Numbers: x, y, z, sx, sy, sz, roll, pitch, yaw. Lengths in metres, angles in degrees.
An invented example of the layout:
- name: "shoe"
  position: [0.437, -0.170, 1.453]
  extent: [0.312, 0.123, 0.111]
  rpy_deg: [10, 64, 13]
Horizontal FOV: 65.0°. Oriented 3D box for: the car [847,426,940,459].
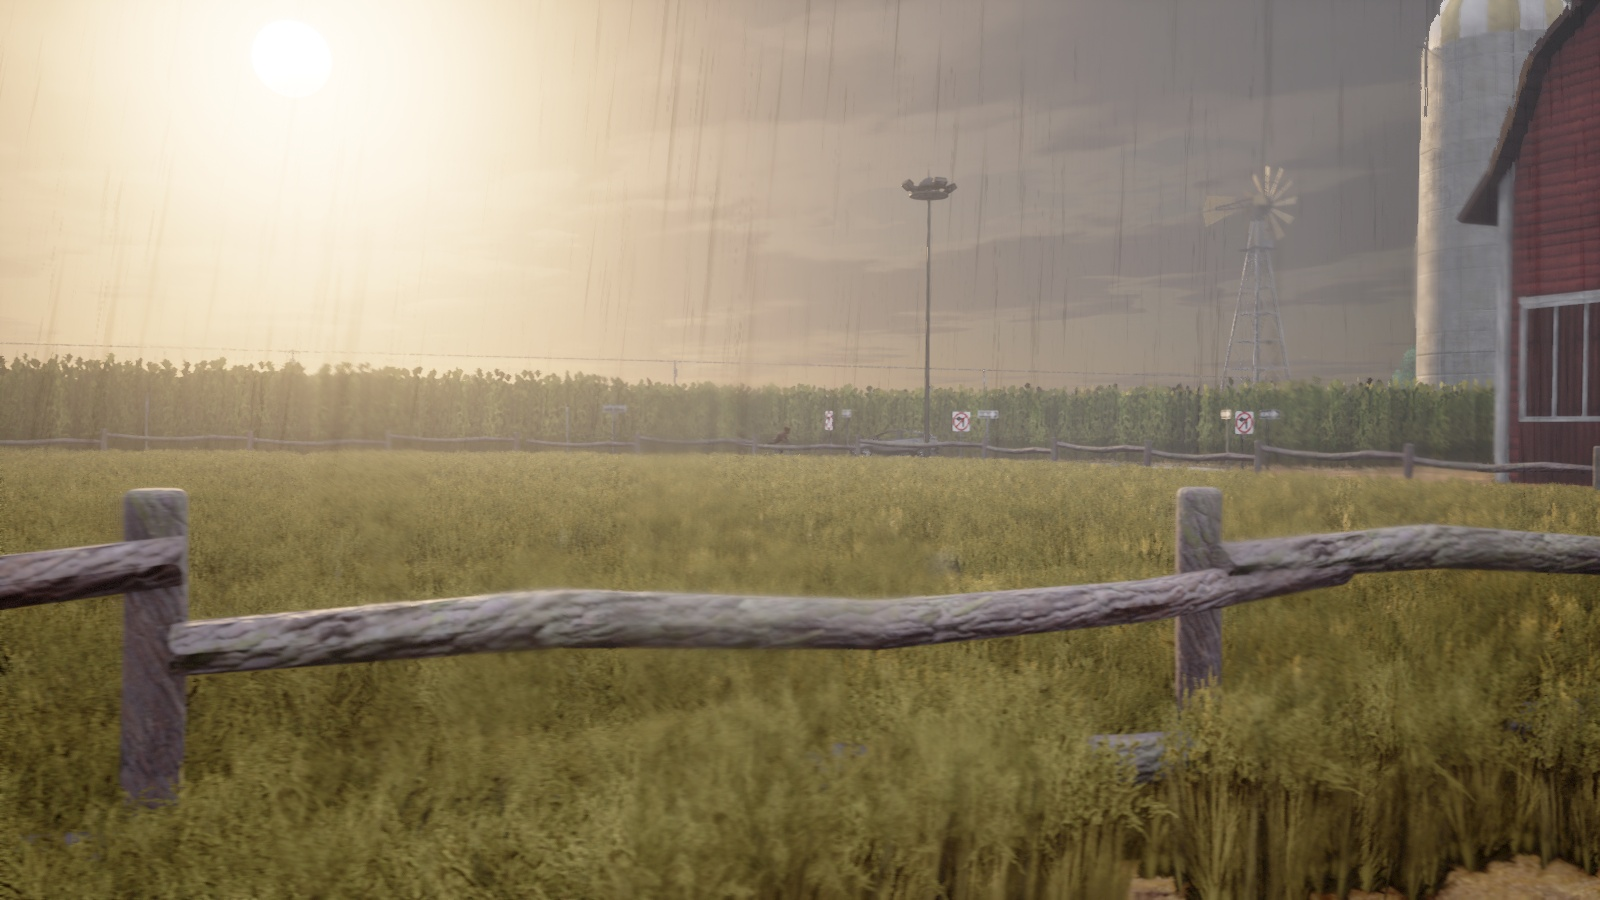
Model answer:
- name: "car"
  position: [4.647, -0.382, 62.442]
  extent: [4.514, 1.525, 2.007]
  rpy_deg: [-1, 1, 5]
